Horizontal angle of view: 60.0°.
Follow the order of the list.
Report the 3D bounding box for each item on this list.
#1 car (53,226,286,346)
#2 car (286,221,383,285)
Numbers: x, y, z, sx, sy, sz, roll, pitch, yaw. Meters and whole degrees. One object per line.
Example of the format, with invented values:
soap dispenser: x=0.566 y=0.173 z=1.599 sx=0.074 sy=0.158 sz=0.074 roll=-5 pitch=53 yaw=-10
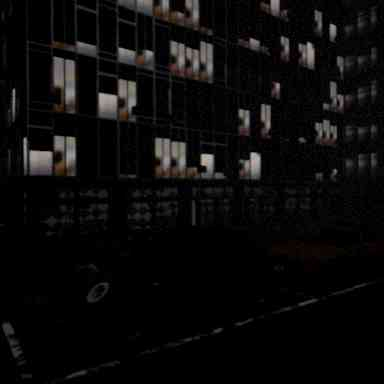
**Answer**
car: x=-0.405 y=1.443 z=6.280 sx=4.097 sy=1.590 sz=1.967 roll=0 pitch=-1 yaw=-35
car: x=4.085 y=1.532 z=9.480 sx=4.829 sy=1.417 sz=1.752 roll=0 pitch=-1 yaw=-35
